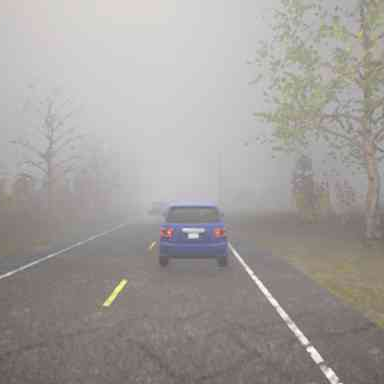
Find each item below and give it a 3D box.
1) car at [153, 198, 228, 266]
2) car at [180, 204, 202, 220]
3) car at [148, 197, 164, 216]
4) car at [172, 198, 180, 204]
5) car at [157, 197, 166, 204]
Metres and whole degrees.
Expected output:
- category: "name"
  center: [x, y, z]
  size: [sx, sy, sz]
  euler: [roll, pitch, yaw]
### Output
- category: "car"
  center: [0.046, 1.371, 12.280]
  size: [2.150, 2.045, 5.566]
  euler: [0, 0, 0]
- category: "car"
  center: [-0.088, 1.942, 33.442]
  size: [2.033, 1.411, 5.357]
  euler: [0, -1, 0]
- category: "car"
  center: [-3.850, 1.801, 38.291]
  size: [2.097, 1.767, 4.553]
  euler: [0, -1, -1]
- category: "car"
  center: [-4.079, 2.304, 86.485]
  size: [1.882, 1.535, 5.008]
  euler: [0, -1, 0]
- category: "car"
  center: [-7.314, 1.984, 79.429]
  size: [2.097, 1.767, 4.553]
  euler: [0, -1, -6]
